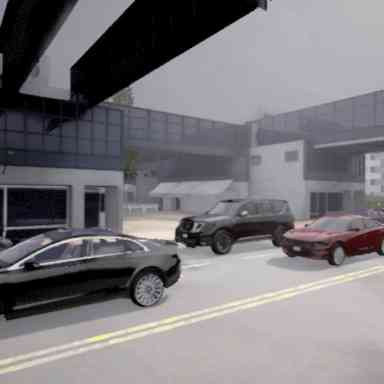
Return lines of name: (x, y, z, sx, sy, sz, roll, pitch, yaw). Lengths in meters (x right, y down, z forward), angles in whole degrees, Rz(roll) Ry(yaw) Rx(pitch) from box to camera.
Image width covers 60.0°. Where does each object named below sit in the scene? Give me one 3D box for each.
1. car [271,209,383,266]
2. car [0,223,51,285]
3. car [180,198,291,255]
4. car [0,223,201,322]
car: (5.405, 1.572, 12.132, 5.008, 1.535, 1.882, 1, 0, -35)
car: (-6.187, 1.596, 8.172, 4.718, 1.301, 1.895, 1, 0, -35)
car: (1.993, 1.300, 13.990, 5.566, 2.045, 2.150, 1, 0, -35)
car: (-2.493, 1.505, 6.493, 4.902, 1.511, 2.128, 1, 0, -34)
